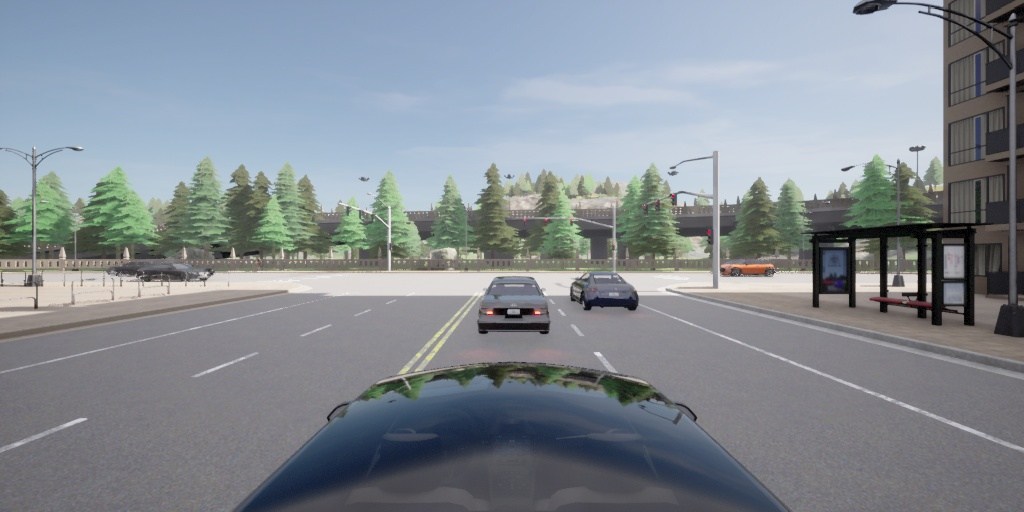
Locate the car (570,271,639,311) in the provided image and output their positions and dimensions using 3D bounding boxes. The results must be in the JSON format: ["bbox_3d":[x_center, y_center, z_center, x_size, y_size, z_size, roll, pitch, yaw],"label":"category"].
[{"bbox_3d":[3.579,1.314,14.568,1.994,1.385,4.181,0,0,0],"label":"car"}]

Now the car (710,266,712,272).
[{"bbox_3d":[23.186,1.186,37.089,4.902,1.511,2.128,0,0,2],"label":"car"}]

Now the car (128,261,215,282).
[{"bbox_3d":[-25.549,1.220,27.112,4.674,1.442,1.812,0,0,-1],"label":"car"}]

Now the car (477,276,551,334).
[{"bbox_3d":[0.060,1.297,10.558,2.033,1.411,5.357,0,0,1],"label":"car"}]

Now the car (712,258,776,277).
[{"bbox_3d":[21.860,1.046,33.619,4.553,1.767,2.097,0,0,1],"label":"car"}]

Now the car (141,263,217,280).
[{"bbox_3d":[-28.362,1.295,30.644,4.718,1.301,1.895,0,0,1],"label":"car"}]

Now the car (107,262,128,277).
[{"bbox_3d":[-35.816,1.199,34.426,4.892,1.490,1.837,0,0,0],"label":"car"}]

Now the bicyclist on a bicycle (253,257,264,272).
[{"bbox_3d":[-29.461,0.995,41.659,0.582,1.620,1.656,0,0,1],"label":"bicyclist on a bicycle"}]
